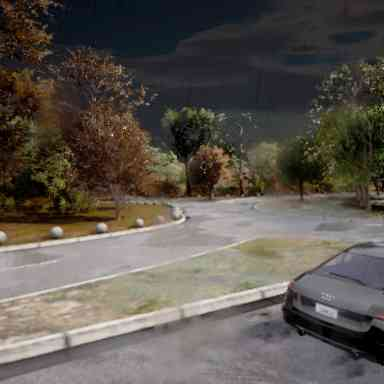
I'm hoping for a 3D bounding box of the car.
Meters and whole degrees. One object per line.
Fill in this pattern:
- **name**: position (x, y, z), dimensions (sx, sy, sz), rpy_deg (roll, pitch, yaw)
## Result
- **car**: position (3.497, 1.556, 5.565), dimensions (4.181, 1.385, 1.994), rpy_deg (0, 0, -33)
